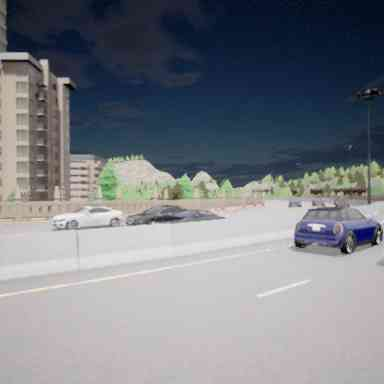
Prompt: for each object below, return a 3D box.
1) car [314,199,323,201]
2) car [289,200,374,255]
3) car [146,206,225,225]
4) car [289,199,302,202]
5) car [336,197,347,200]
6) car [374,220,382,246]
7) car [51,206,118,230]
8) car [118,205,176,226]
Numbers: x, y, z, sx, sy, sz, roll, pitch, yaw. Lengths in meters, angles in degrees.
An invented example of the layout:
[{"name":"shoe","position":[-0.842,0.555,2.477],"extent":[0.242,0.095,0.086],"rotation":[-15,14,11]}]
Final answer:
[{"name":"car","position":[21.486,1.855,56.568],"extent":[1.812,1.442,4.674],"rotation":[0,-1,20]},{"name":"car","position":[6.185,1.398,13.874],"extent":[4.553,1.767,2.097],"rotation":[0,0,-43]},{"name":"car","position":[-0.016,1.637,17.892],"extent":[4.181,1.385,1.994],"rotation":[0,0,-43]},{"name":"car","position":[16.894,1.854,54.350],"extent":[1.812,1.442,4.674],"rotation":[0,-1,22]},{"name":"car","position":[23.980,1.641,53.271],"extent":[2.097,1.767,4.553],"rotation":[0,-1,21]},{"name":"car","position":[8.007,1.519,10.758],"extent":[4.902,1.511,2.128],"rotation":[0,0,-43]},{"name":"car","position":[-6.533,1.621,21.397],"extent":[4.674,1.442,1.812],"rotation":[0,0,-41]},{"name":"car","position":[-1.849,1.596,20.933],"extent":[4.892,1.490,1.837],"rotation":[0,0,-43]}]
